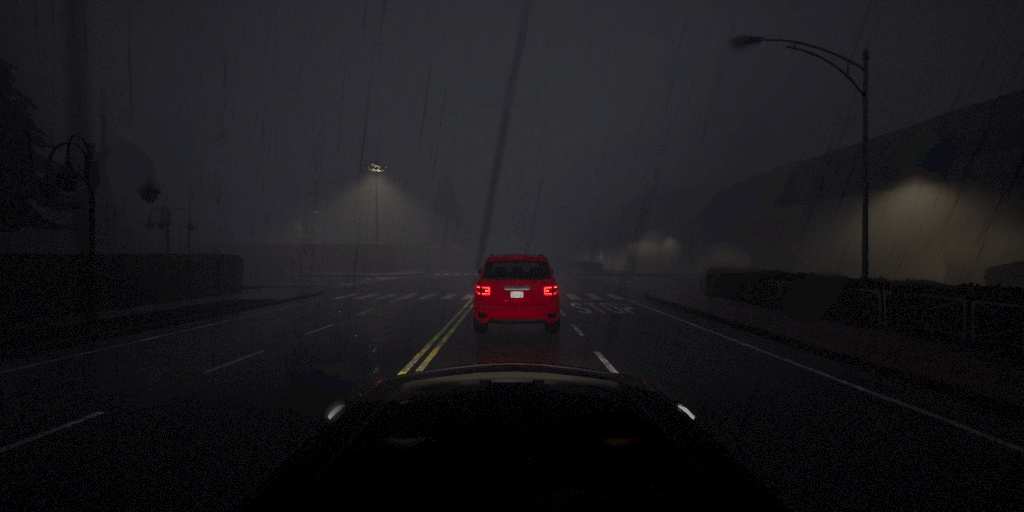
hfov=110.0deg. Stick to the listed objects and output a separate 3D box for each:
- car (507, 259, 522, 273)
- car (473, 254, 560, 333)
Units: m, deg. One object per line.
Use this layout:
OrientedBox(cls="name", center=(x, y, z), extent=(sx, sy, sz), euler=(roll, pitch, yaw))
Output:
OrientedBox(cls="car", center=(0.348, 1.228, 45.553), extent=(1.882, 1.535, 5.008), euler=(0, 0, 1))
OrientedBox(cls="car", center=(0.120, 0.971, 10.841), extent=(2.150, 2.045, 5.566), euler=(0, 0, 0))
